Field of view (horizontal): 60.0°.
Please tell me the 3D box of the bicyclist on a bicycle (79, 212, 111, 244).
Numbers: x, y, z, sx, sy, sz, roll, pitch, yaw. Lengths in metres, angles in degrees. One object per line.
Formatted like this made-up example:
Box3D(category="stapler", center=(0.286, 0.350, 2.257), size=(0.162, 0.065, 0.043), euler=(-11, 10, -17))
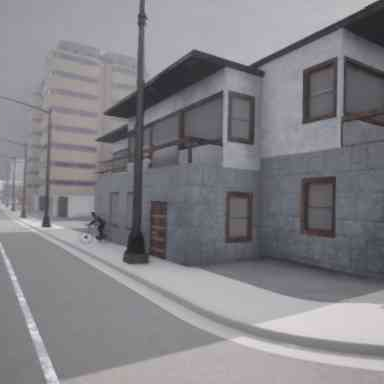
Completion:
Box3D(category="bicyclist on a bicycle", center=(-4.913, 1.829, 17.024), size=(1.656, 1.620, 0.582), euler=(2, -3, -32))
